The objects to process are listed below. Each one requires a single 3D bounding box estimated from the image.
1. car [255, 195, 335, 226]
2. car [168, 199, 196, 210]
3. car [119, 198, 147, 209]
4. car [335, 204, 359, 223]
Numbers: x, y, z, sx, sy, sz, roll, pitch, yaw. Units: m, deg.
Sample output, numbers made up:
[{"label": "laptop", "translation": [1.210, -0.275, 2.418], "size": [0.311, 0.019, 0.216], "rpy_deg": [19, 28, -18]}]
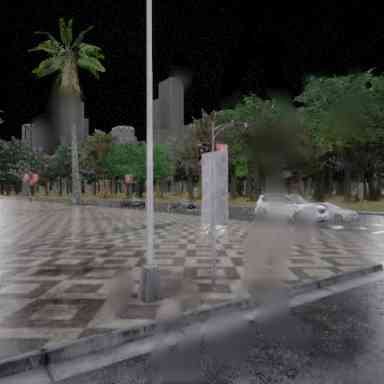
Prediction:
[{"label": "car", "translation": [7.151, 1.227, 24.447], "size": [2.150, 2.045, 5.566], "rpy_deg": [0, 1, -35]}, {"label": "car", "translation": [-1.283, 1.537, 41.847], "size": [1.994, 1.385, 4.181], "rpy_deg": [0, 0, -36]}, {"label": "car", "translation": [-8.124, 1.526, 45.619], "size": [2.033, 1.411, 5.357], "rpy_deg": [0, 0, -37]}, {"label": "car", "translation": [10.316, 1.520, 25.587], "size": [1.812, 1.442, 4.674], "rpy_deg": [0, 1, -34]}]
